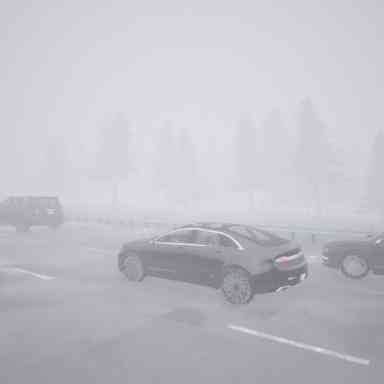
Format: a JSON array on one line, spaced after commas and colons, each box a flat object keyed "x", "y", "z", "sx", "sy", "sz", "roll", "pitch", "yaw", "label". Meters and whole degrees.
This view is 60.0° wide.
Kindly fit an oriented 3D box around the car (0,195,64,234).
[{"x": -9.868, "y": 1.223, "z": 19.600, "sx": 5.566, "sy": 2.045, "sz": 2.150, "roll": 0, "pitch": 0, "yaw": 35, "label": "car"}]

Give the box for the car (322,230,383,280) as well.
[{"x": 5.881, "y": 1.506, "z": 8.397, "sx": 4.892, "sy": 1.490, "sz": 1.837, "roll": 0, "pitch": 0, "yaw": 35, "label": "car"}]

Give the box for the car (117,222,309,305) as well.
[{"x": 0.258, "y": 1.492, "z": 8.105, "sx": 4.902, "sy": 1.511, "sz": 2.128, "roll": 0, "pitch": 0, "yaw": 35, "label": "car"}]
